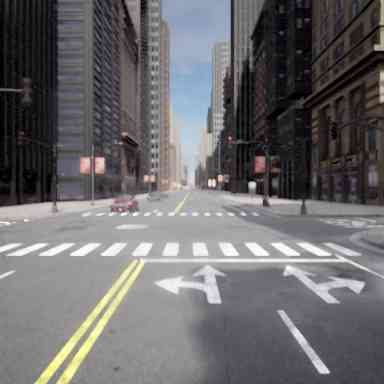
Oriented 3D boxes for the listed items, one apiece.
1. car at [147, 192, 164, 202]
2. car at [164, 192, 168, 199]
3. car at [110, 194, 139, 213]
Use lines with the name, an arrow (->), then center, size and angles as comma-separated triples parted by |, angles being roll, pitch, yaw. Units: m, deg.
car -> -6.494, 0.785, 57.509 | 2.097, 1.767, 4.553 | 0, 0, 0
car -> -6.491, 0.776, 77.437 | 2.033, 1.411, 5.357 | 0, 1, 0
car -> -6.499, 1.004, 32.475 | 2.097, 1.767, 4.553 | 0, 0, 0
